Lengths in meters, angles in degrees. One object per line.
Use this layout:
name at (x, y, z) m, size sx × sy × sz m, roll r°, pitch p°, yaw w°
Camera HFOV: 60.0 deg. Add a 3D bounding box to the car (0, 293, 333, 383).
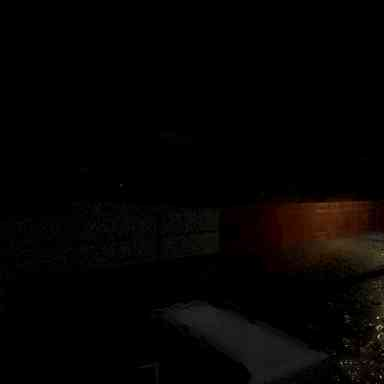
car at (-1.201, 1.600, 2.215) m, size 4.718 × 1.301 × 1.895 m, roll 0°, pitch 0°, yaw -36°
